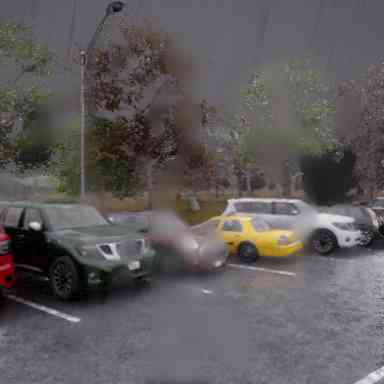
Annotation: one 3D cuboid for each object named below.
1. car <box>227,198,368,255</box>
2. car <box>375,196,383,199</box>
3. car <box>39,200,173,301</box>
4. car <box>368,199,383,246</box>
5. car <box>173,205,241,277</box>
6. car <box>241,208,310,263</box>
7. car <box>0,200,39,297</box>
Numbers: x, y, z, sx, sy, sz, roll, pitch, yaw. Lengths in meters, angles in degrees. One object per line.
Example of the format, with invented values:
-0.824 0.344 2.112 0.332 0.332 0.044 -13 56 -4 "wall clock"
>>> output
3.846 1.269 13.753 5.566 2.045 2.435 -1 -1 36 "car"
11.199 1.203 18.755 5.566 2.045 2.435 -1 0 36 "car"
-3.494 1.248 8.689 5.566 2.045 2.435 -1 -1 35 "car"
6.308 1.383 15.415 4.553 1.767 2.185 -1 0 36 "car"
-1.106 1.389 10.415 4.553 1.767 2.185 -1 -1 35 "car"
1.207 1.522 12.183 5.366 1.575 1.946 -1 -1 35 "car"
-5.981 1.234 7.007 5.566 2.045 2.435 -1 -1 35 "car"
